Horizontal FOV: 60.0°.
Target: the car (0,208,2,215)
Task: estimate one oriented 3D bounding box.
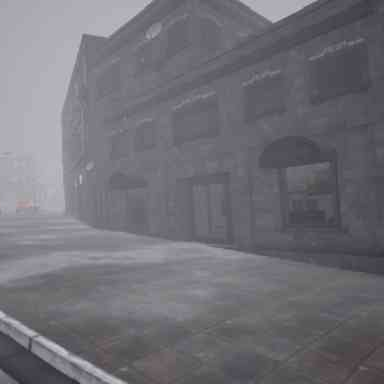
[{"bbox_3d":[-23.880,2.050,38.531,1.837,1.490,4.892,-3,0,-6],"label":"car"}]

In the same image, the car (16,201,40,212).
[{"bbox_3d":[-25.070,2.117,50.917,2.097,1.767,4.553,-3,-1,-4],"label":"car"}]
